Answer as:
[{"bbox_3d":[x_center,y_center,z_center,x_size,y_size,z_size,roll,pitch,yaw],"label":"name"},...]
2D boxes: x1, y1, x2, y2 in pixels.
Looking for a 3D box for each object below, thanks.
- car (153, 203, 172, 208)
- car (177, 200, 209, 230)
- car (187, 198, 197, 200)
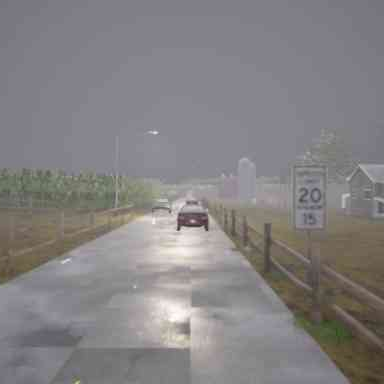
[{"bbox_3d":[-2.832,1.262,32.592,2.033,1.411,5.357,0,0,0],"label":"car"},{"bbox_3d":[0.042,1.526,21.389,1.882,1.535,5.008,0,0,0],"label":"car"},{"bbox_3d":[-0.026,1.563,49.080,1.882,1.535,5.008,0,0,0],"label":"car"}]
